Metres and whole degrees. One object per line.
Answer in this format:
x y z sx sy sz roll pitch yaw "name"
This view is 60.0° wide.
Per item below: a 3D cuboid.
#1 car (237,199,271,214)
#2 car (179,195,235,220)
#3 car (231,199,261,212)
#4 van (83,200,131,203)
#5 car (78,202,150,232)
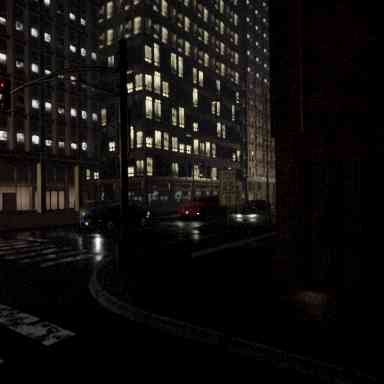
7.209 1.583 37.512 1.882 1.535 5.008 -1 -1 36 "car"
1.206 1.306 29.149 2.150 2.045 5.566 -1 -1 36 "car"
6.799 1.688 41.405 1.752 1.417 4.829 -2 -1 36 "car"
-6.029 1.459 23.491 1.690 1.788 3.998 -2 -1 36 "van"
-4.682 1.570 20.959 1.837 1.490 4.892 -1 -1 33 "car"
